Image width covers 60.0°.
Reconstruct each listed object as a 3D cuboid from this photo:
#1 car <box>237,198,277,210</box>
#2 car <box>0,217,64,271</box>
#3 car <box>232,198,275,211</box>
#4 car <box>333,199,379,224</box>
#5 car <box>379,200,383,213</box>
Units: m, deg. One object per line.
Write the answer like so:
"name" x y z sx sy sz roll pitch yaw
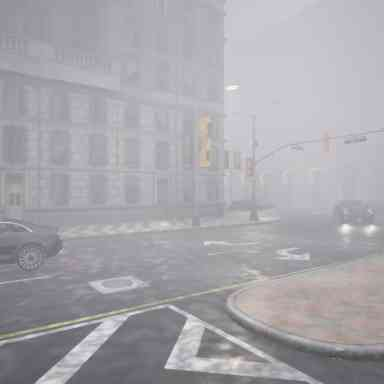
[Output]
"car" 8.623 1.547 44.760 2.033 1.411 5.357 0 0 -36
"car" -6.229 1.491 9.380 4.902 1.511 2.128 0 0 -35
"car" 7.104 1.547 40.873 2.033 1.411 5.357 0 0 -36
"car" 12.047 1.352 25.085 2.097 1.767 4.553 0 0 14
"car" 18.965 1.547 32.937 5.357 1.411 2.033 0 0 40
